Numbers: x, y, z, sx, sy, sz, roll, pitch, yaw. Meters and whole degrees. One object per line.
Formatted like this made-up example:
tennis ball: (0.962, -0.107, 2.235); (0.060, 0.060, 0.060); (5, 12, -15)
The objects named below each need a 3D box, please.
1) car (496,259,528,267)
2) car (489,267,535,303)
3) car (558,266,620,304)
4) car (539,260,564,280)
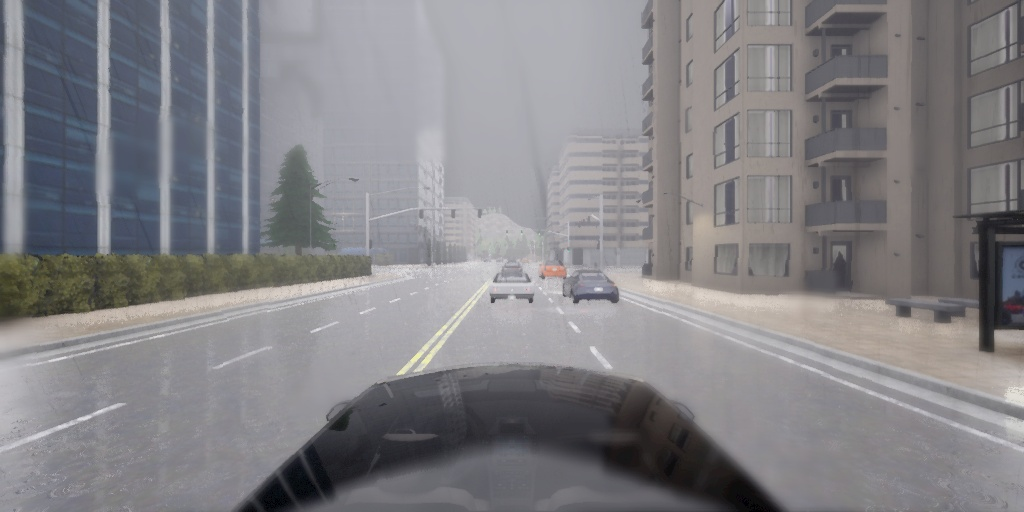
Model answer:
car: (0.000, 1.243, 31.500); (2.128, 1.511, 4.902); (0, 0, 0)
car: (0.000, 1.364, 16.530); (1.895, 1.301, 4.718); (0, 0, 0)
car: (3.500, 1.321, 16.500); (1.994, 1.385, 4.181); (0, 0, 0)
car: (3.500, 1.114, 31.470); (2.097, 1.767, 4.553); (0, 0, 0)
